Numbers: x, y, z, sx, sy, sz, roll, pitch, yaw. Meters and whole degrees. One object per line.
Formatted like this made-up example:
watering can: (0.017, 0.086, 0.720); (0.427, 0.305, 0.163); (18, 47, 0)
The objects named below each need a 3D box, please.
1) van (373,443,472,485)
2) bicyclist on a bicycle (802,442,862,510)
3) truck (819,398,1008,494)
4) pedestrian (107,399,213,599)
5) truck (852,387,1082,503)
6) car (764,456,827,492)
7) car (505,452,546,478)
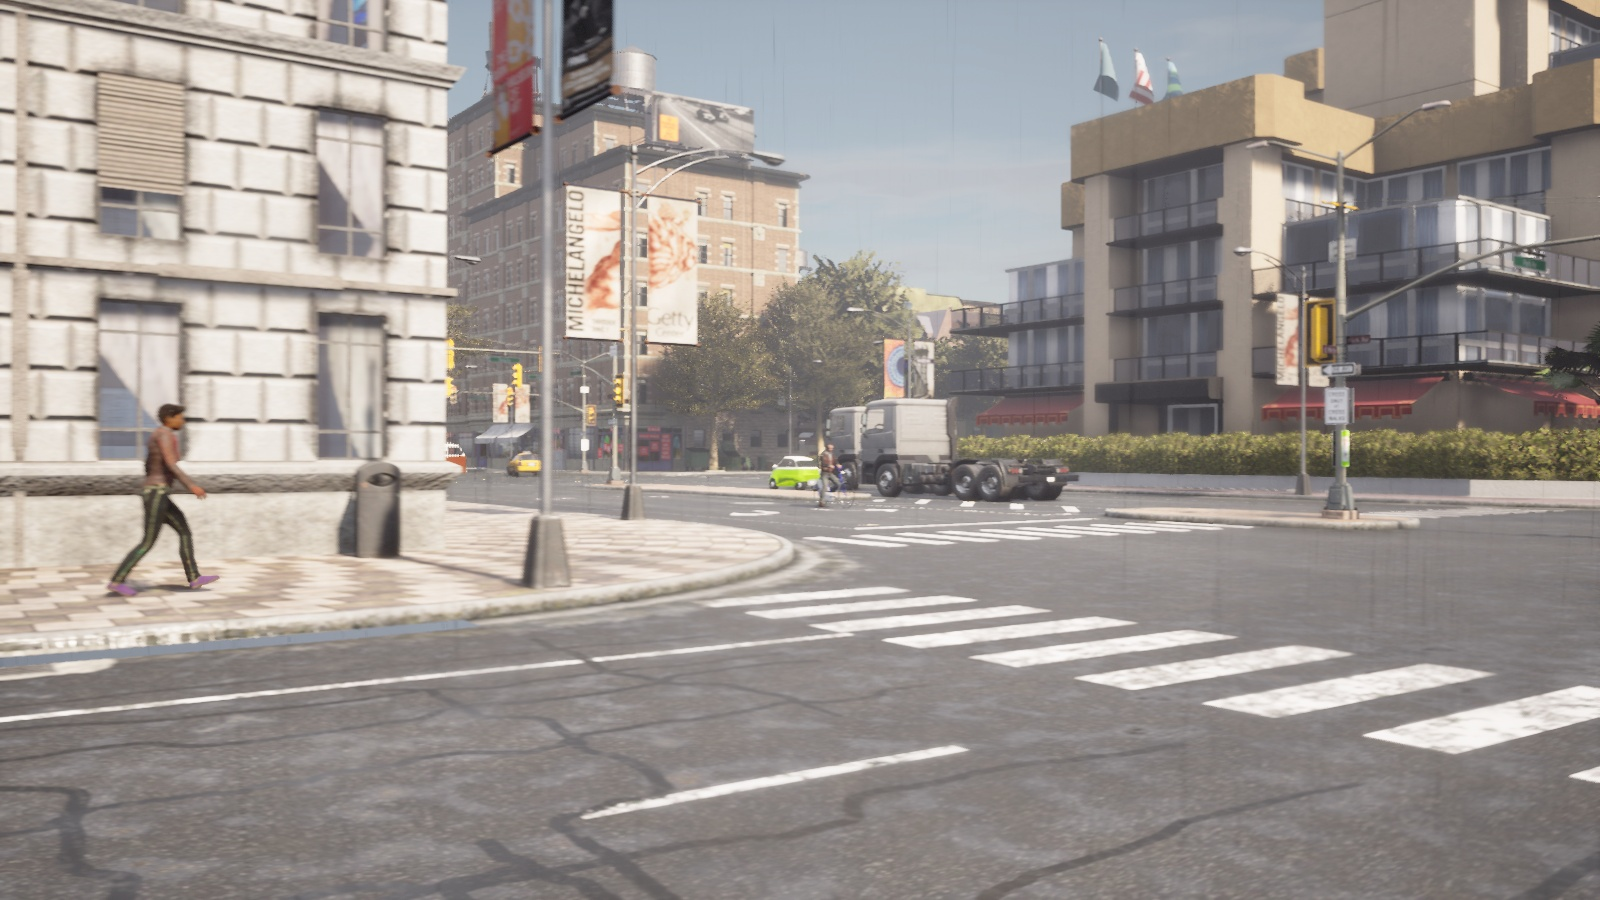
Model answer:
van: (-19.018, 0.664, 63.448); (2.069, 2.038, 4.480); (0, 0, 35)
bicyclist on a bicycle: (0.850, 0.697, 33.958); (0.659, 1.776, 1.843); (0, 0, -35)
truck: (4.241, -0.126, 49.061); (2.891, 3.462, 7.936); (0, 0, -35)
pedestrian: (-5.950, 0.443, 11.687); (0.869, 1.805, 0.328); (0, 0, -28)
truck: (5.309, -0.147, 41.501); (2.891, 3.462, 7.936); (0, 0, -35)
car: (-0.188, 0.921, 49.258); (1.481, 1.376, 2.207); (0, 0, -35)
car: (-17.257, 0.913, 78.779); (1.801, 1.575, 5.366); (0, 0, -20)
